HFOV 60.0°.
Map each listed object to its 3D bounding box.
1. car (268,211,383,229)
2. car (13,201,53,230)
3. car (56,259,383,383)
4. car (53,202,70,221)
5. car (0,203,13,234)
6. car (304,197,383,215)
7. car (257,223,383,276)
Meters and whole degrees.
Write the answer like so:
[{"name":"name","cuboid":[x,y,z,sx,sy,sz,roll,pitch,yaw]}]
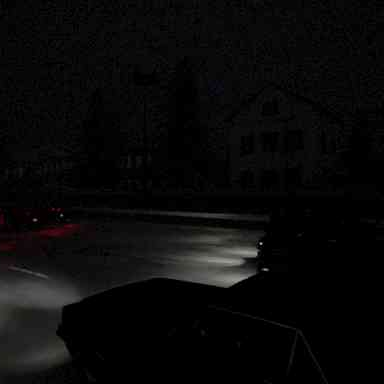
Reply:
[{"name":"car","cuboid":[4.290,1.500,9.530,4.892,1.490,1.837,0,0,36]},{"name":"car","cuboid":[-10.969,1.430,20.416,5.008,1.535,1.882,0,0,36]},{"name":"car","cuboid":[0.656,1.598,3.524,4.718,1.301,1.895,0,0,36]},{"name":"car","cuboid":[-11.174,1.438,24.863,4.902,1.511,2.128,0,0,36]},{"name":"car","cuboid":[-11.467,1.179,16.473,5.566,2.045,2.150,0,0,36]},{"name":"car","cuboid":[5.644,1.217,12.865,5.566,2.045,2.150,0,0,36]},{"name":"car","cuboid":[3.425,1.524,5.848,4.674,1.442,1.812,0,0,36]}]
